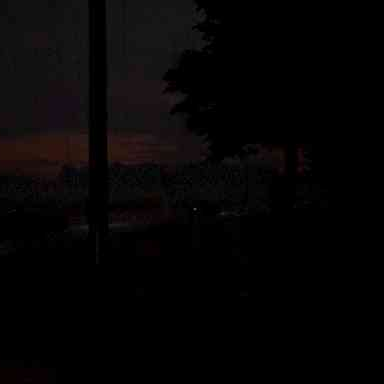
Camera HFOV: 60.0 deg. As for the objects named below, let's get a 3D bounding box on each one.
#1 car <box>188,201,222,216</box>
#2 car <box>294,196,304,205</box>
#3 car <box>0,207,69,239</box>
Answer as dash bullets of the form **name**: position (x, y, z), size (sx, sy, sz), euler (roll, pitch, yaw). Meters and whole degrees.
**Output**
- **car**: position (1.390, 1.598, 33.452), size (1.994, 1.385, 4.181), euler (3, 1, 33)
- **car**: position (20.718, 1.631, 65.357), size (1.837, 1.490, 4.892), euler (3, 1, 29)
- **car**: position (-9.132, 1.555, 18.122), size (2.128, 1.511, 4.902), euler (3, 2, 36)
